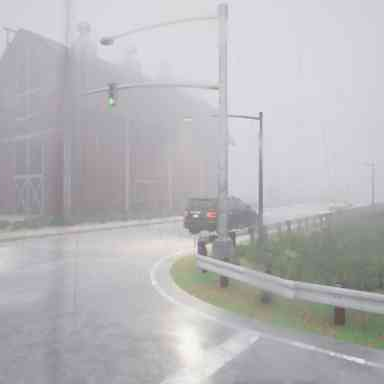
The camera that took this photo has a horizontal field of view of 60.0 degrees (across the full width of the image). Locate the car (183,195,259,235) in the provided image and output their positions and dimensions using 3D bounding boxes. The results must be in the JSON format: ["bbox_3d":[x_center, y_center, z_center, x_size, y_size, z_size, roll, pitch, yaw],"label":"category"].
[{"bbox_3d":[1.787,1.281,18.469,2.150,2.045,5.566,0,0,37],"label":"car"}]

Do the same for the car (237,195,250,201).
[{"bbox_3d":[13.672,1.540,88.583,1.784,1.438,3.905,0,0,36],"label":"car"}]

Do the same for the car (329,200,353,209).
[{"bbox_3d":[18.326,1.628,40.713,1.895,1.301,4.718,0,0,37],"label":"car"}]
